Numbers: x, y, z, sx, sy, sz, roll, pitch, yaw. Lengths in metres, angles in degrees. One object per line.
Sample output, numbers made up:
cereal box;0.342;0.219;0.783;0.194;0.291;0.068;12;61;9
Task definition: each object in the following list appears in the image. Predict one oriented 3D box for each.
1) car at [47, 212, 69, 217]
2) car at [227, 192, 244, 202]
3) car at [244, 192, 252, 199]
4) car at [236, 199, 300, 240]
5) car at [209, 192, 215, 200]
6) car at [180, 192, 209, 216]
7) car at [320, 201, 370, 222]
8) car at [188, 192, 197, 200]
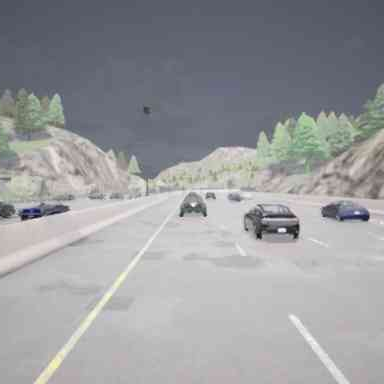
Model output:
car;-10.570;1.305;24.132;1.895;1.301;4.718;0;1;0
car;7.051;0.863;56.258;2.033;1.411;5.357;0;1;1
car;10.607;0.734;65.140;1.812;1.442;4.674;0;0;0
car;3.606;1.298;15.736;2.128;1.511;4.902;0;1;0
car;3.609;0.701;65.891;1.837;1.490;4.892;0;0;0
car;0.106;1.012;27.894;2.097;1.767;4.553;0;1;0
car;10.605;1.279;23.361;1.994;1.385;4.181;0;1;0
car;0.107;0.700;65.989;1.837;1.490;4.892;0;0;0
